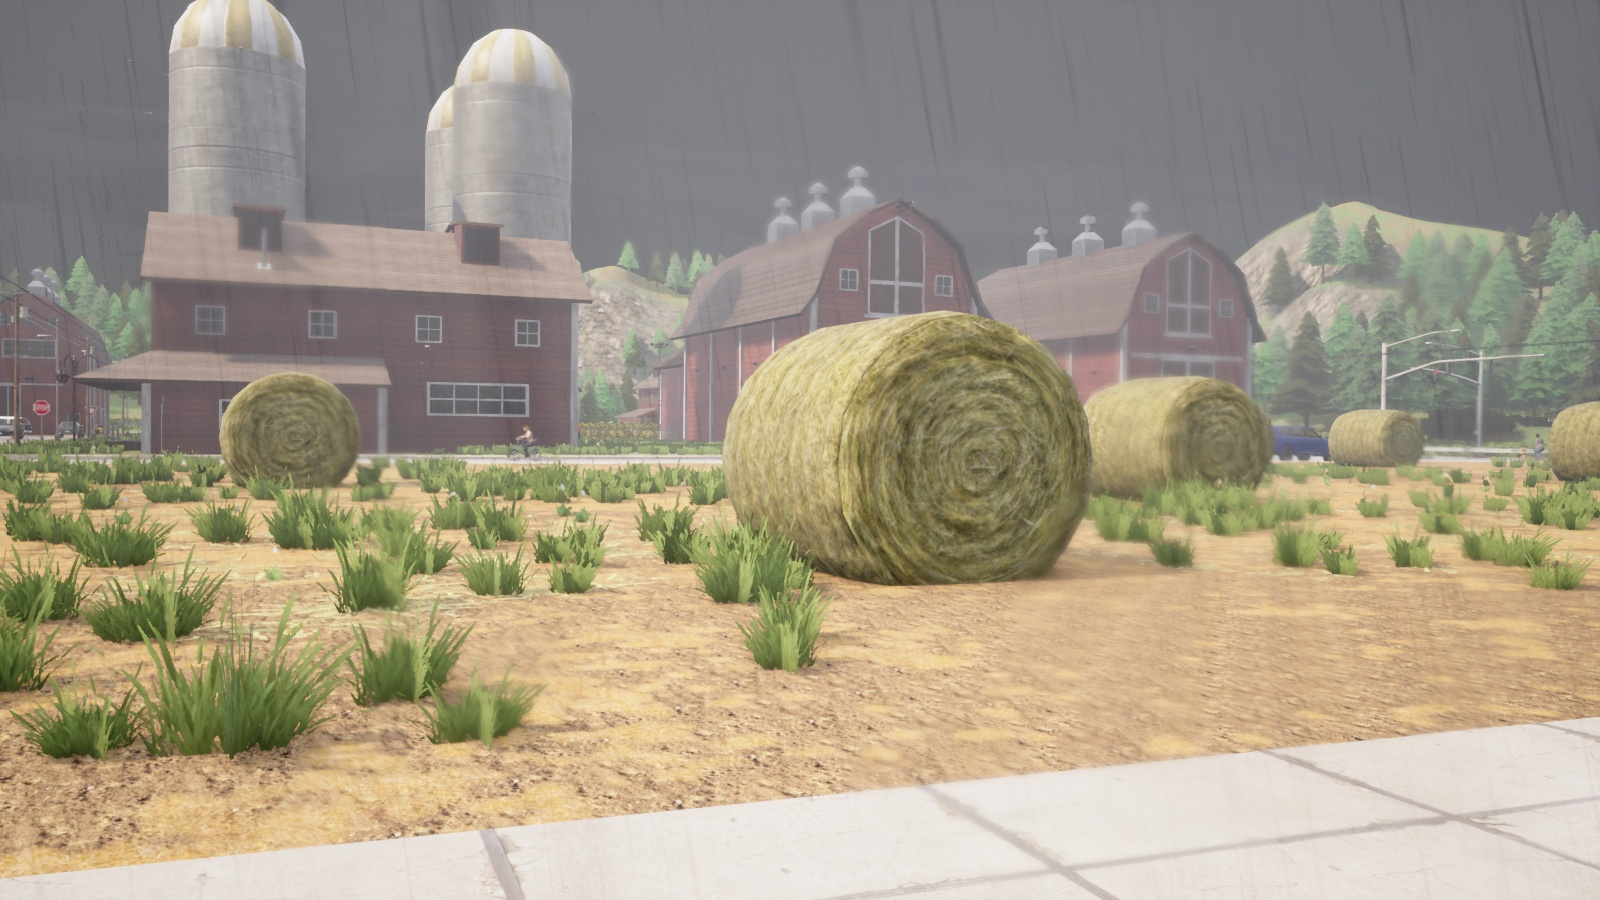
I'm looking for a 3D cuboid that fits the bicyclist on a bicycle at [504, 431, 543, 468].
[{"bbox_3d":[-12.323,-0.034,55.937,1.509,1.612,0.866,-1,1,-24],"label":"bicyclist on a bicycle"}]

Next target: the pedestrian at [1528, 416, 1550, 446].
[{"bbox_3d":[46.445,-1.178,78.924,0.874,1.855,0.900,-1,1,-27],"label":"pedestrian"}]

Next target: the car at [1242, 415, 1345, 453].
[{"bbox_3d":[27.739,-0.922,70.534,5.566,2.045,2.150,-1,1,-25],"label":"car"}]
